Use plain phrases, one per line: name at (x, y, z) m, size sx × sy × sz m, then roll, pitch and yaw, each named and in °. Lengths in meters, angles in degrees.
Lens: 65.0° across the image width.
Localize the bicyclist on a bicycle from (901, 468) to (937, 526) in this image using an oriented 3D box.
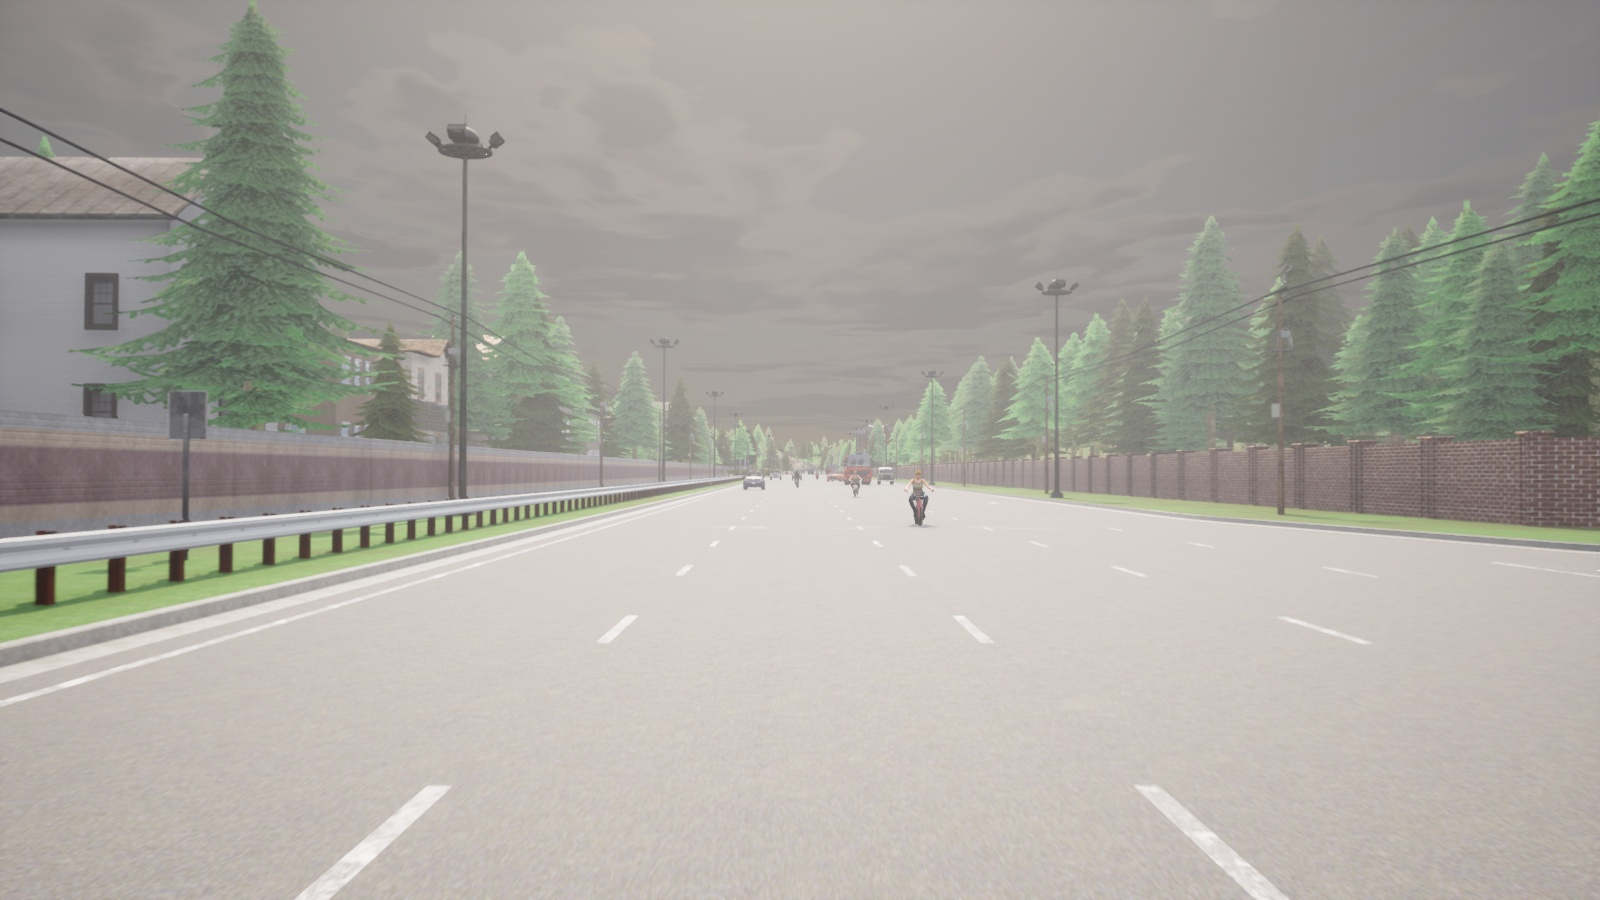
bicyclist on a bicycle at (3.407, 1.339, 35.990) m, size 0.866 × 1.612 × 1.509 m, roll 0°, pitch -1°, yaw 0°
